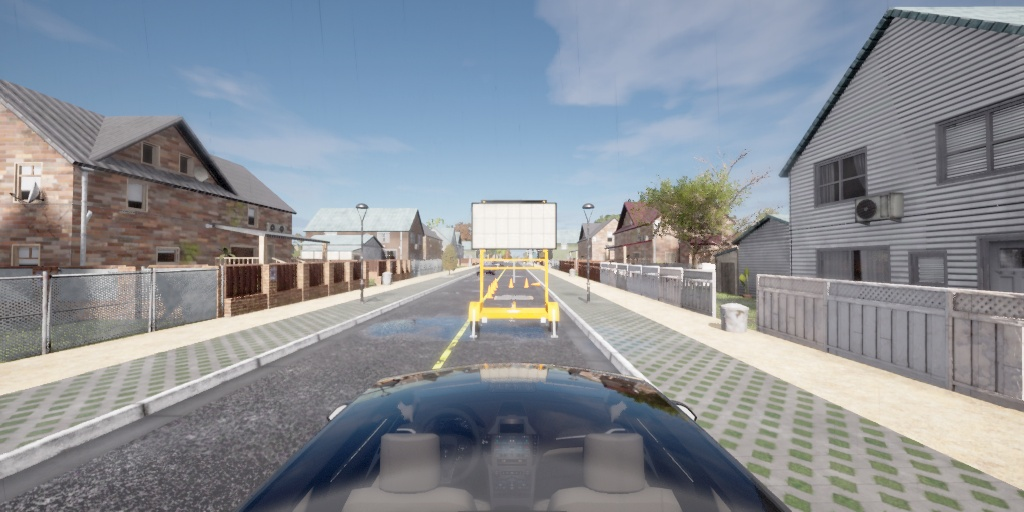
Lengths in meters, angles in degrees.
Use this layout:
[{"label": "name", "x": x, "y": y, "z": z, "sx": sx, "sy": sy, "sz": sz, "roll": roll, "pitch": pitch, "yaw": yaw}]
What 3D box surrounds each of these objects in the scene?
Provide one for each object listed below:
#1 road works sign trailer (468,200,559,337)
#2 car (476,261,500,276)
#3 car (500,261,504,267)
[{"label": "road works sign trailer", "x": 0.060, "y": 0.220, "z": 10.240, "sx": 2.380, "sy": 3.560, "sz": 2.880, "roll": 0, "pitch": 0, "yaw": 1}, {"label": "car", "x": -2.664, "y": 1.360, "z": 37.676, "sx": 2.033, "sy": 1.411, "sz": 5.357, "roll": 0, "pitch": 0, "yaw": 0}, {"label": "car", "x": -2.430, "y": 1.406, "z": 63.916, "sx": 2.128, "sy": 1.511, "sz": 4.902, "roll": 0, "pitch": 0, "yaw": 0}]
